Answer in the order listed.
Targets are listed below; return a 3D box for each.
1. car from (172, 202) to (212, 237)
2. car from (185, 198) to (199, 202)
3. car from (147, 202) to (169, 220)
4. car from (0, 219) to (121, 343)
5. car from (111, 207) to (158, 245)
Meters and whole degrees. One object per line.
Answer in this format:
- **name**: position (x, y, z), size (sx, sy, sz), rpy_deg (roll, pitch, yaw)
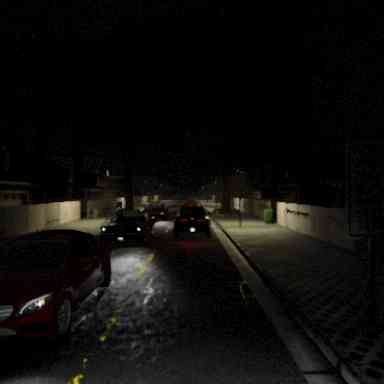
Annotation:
- **car**: position (0.012, 1.509, 18.023), size (1.837, 1.490, 4.892), rpy_deg (0, 0, 0)
- **car**: position (-0.116, 1.503, 43.029), size (1.882, 1.535, 5.008), rpy_deg (0, 0, 0)
- **car**: position (-2.940, 1.562, 28.111), size (2.033, 1.411, 5.357), rpy_deg (0, 0, 0)
- **car**: position (-2.870, 1.530, 6.664), size (1.812, 1.442, 4.674), rpy_deg (0, 0, 0)
- **car**: position (-2.919, 1.608, 15.829), size (1.895, 1.301, 4.718), rpy_deg (0, 0, 0)
